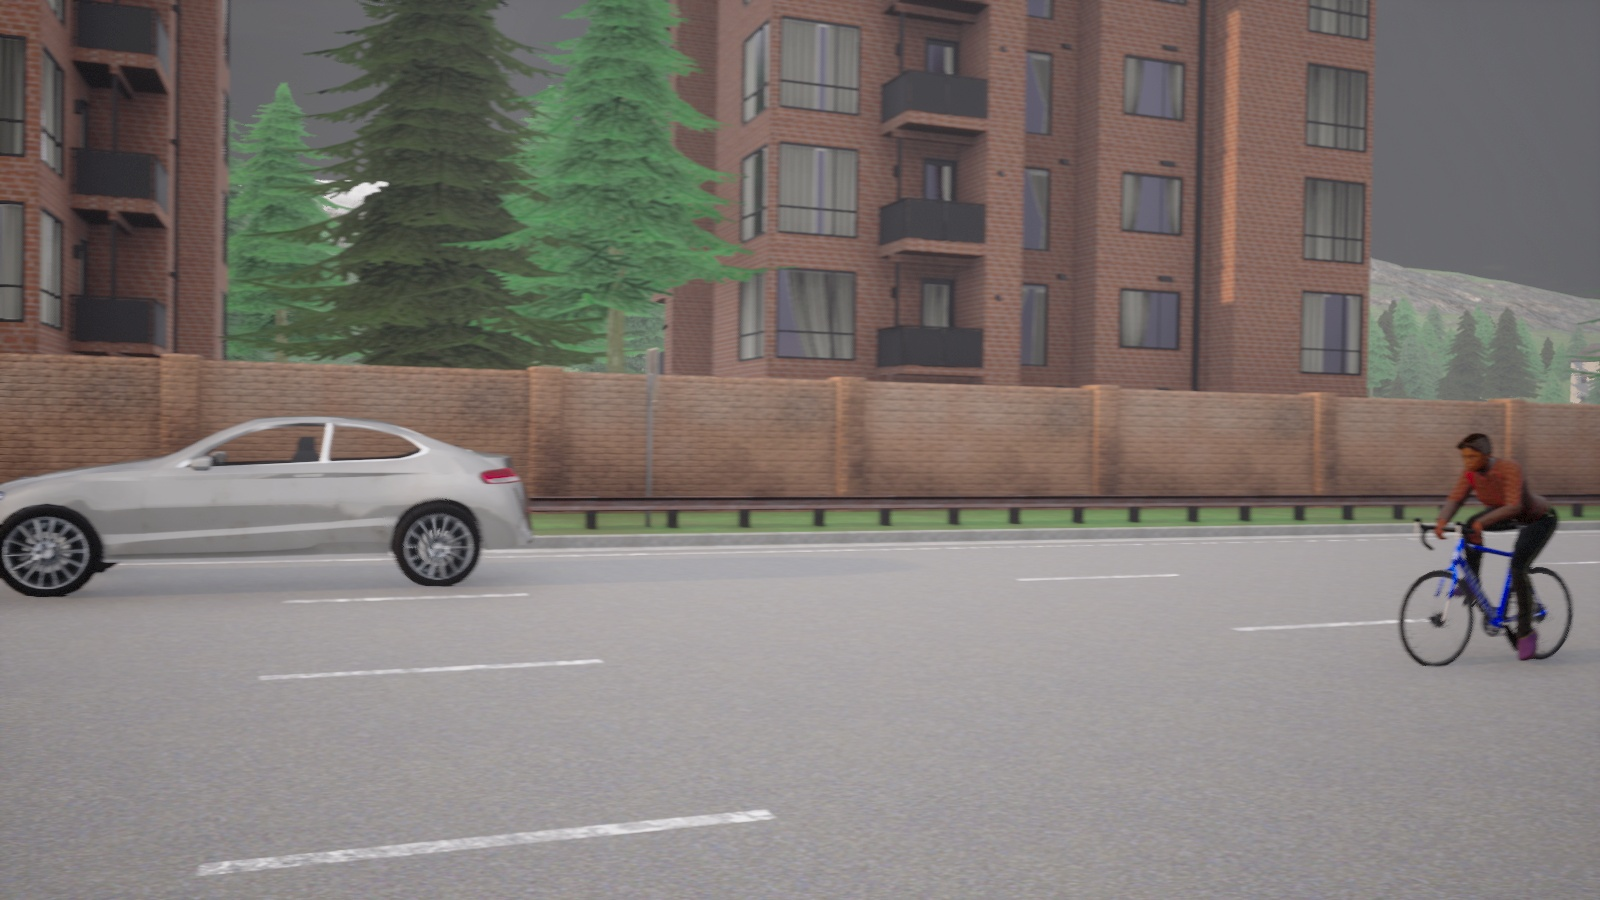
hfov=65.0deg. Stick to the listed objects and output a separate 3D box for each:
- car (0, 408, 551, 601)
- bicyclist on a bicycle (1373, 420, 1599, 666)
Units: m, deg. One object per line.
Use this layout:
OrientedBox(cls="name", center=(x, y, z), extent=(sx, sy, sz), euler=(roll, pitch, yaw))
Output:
OrientedBox(cls="car", center=(-5.197, 0.431, 12.494), extent=(5.027, 1.651, 2.152), euler=(-1, 1, -21))
OrientedBox(cls="bicyclist on a bicycle", center=(4.906, 0.605, 8.847), extent=(1.656, 1.620, 0.582), euler=(-1, 1, -21))
